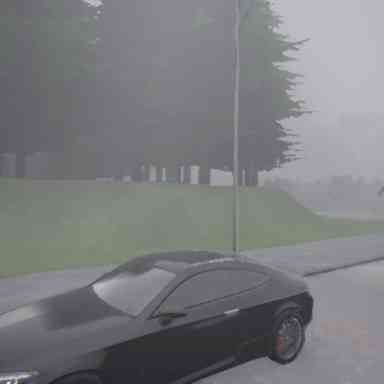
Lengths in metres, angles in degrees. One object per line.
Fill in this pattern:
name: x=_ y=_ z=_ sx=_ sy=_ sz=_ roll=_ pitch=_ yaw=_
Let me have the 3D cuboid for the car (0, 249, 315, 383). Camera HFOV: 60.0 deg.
car: x=-0.262 y=1.561 z=4.424 sx=4.674 sy=1.442 sz=1.812 roll=1 pitch=-1 yaw=-36
